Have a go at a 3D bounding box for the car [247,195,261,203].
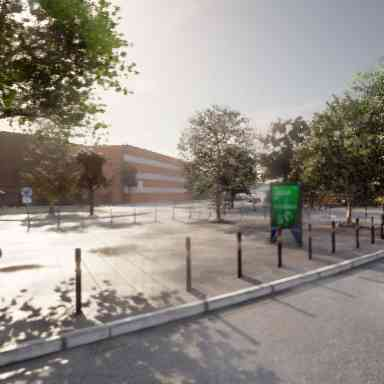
[{"bbox_3d":[15.696,2.001,84.265,1.994,1.385,4.181,0,-1,16],"label":"car"}]
